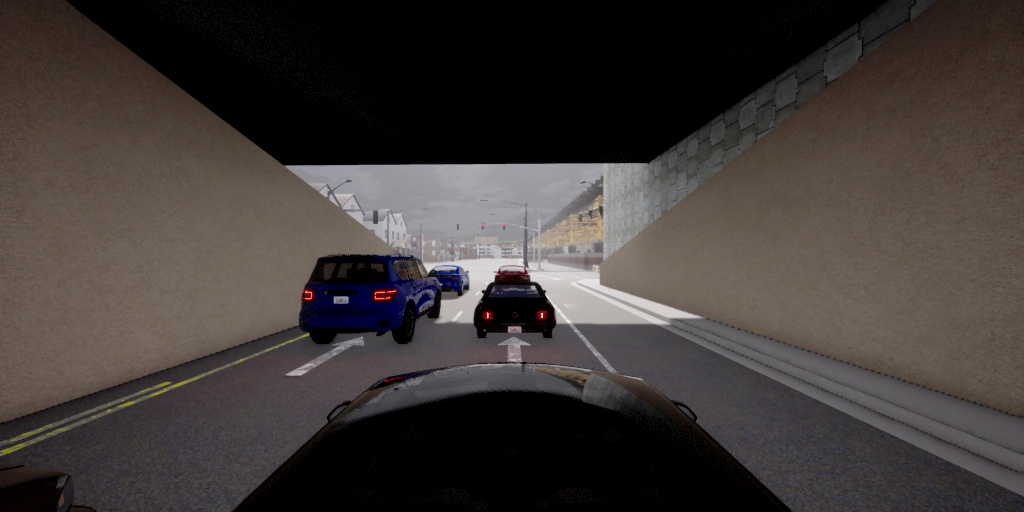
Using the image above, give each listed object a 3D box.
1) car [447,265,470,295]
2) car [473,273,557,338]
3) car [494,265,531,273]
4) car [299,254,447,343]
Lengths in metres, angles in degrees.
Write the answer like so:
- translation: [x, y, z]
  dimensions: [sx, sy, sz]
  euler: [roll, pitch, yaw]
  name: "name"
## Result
- translation: [-3.485, 1.228, 19.788]
  dimensions: [1.882, 1.535, 5.008]
  euler: [0, 0, 0]
  name: "car"
- translation: [0.058, 1.351, 10.200]
  dimensions: [1.895, 1.301, 4.718]
  euler: [0, 0, 0]
  name: "car"
- translation: [0.016, 1.228, 19.537]
  dimensions: [1.882, 1.535, 5.008]
  euler: [0, 0, 0]
  name: "car"
- translation: [-3.437, 0.971, 9.851]
  dimensions: [2.150, 2.045, 5.566]
  euler: [0, 0, 0]
  name: "car"
